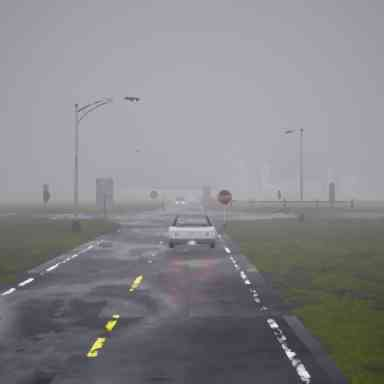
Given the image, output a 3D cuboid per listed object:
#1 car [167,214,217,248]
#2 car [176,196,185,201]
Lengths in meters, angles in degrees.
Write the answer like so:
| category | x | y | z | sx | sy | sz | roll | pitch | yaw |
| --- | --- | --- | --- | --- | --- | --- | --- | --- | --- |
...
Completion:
| category | x | y | z | sx | sy | sz | roll | pitch | yaw |
| --- | --- | --- | --- | --- | --- | --- | --- | --- | --- |
| car | 0.000 | 1.616 | 14.682 | 1.895 | 1.301 | 4.718 | 0 | 0 | 0 |
| car | -2.750 | 1.547 | 79.174 | 1.895 | 1.301 | 4.718 | 0 | 0 | 0 |
